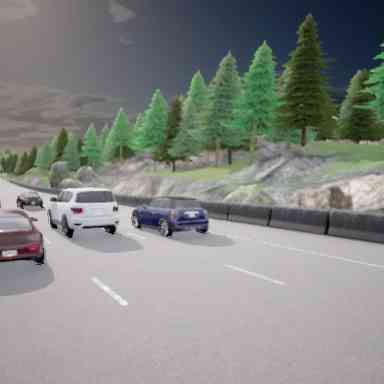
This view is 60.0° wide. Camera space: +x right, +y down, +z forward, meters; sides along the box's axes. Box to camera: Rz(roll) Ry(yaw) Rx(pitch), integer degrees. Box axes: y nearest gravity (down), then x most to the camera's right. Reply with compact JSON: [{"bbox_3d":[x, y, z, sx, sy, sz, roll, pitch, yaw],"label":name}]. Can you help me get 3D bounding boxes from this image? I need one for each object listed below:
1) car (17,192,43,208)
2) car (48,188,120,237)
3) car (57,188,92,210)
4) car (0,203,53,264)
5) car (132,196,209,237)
[{"bbox_3d":[-14.992,0.742,30.728,1.812,1.442,4.674,-1,1,-33],"label":"car"},{"bbox_3d":[-5.238,0.830,15.730,2.150,2.045,5.566,-1,1,-33],"label":"car"},{"bbox_3d":[-11.037,0.580,31.064,2.097,1.767,4.553,-1,2,-33],"label":"car"},{"bbox_3d":[-5.647,1.266,9.946,1.812,1.442,4.674,-1,2,-33],"label":"car"},{"bbox_3d":[-1.167,0.977,15.893,2.097,1.767,4.553,-1,2,-33],"label":"car"}]
